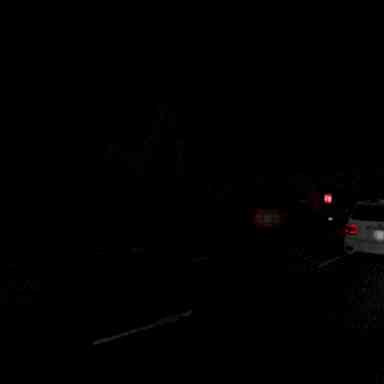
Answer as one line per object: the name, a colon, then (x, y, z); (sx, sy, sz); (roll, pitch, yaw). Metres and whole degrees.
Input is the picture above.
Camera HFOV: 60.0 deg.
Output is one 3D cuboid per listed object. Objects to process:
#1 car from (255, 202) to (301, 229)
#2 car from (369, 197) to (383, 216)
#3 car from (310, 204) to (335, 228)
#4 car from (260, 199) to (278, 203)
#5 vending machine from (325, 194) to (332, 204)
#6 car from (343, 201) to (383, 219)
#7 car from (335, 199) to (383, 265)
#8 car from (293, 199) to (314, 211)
car: (5.630, 1.614, 22.082); (2.033, 1.411, 5.357); (0, 0, 26)
car: (19.829, 1.413, 33.468); (2.097, 1.767, 4.553); (0, 0, 8)
car: (9.304, 1.618, 22.153); (1.994, 1.385, 4.181); (0, 0, 25)
car: (9.549, 1.615, 40.713); (2.128, 1.511, 4.902); (0, 0, 1)
vending machine: (26.900, 1.354, 65.601); (1.100, 2.100, 0.880); (0, 0, -2)
car: (15.773, 1.612, 30.764); (2.033, 1.411, 5.357); (0, 0, 11)
car: (6.786, 1.241, 11.102); (2.150, 2.045, 5.566); (0, 0, 39)
car: (13.010, 1.586, 39.685); (1.882, 1.535, 5.008); (0, 0, 2)
